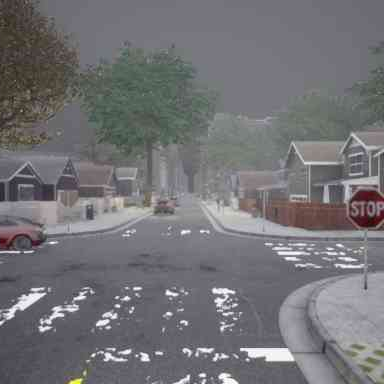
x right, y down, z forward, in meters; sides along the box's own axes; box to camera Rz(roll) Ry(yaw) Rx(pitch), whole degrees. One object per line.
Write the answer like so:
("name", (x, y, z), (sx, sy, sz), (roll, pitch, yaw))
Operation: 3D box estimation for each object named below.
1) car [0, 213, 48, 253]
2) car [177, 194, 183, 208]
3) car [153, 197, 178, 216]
("car", (-7.785, 1.539, 12.733), (4.181, 1.385, 1.994), (0, 1, -13))
("car", (-2.761, 1.512, 49.405), (1.837, 1.490, 4.892), (0, 0, 0))
("car", (-2.755, 1.509, 33.600), (1.882, 1.535, 5.008), (0, 0, 0))
